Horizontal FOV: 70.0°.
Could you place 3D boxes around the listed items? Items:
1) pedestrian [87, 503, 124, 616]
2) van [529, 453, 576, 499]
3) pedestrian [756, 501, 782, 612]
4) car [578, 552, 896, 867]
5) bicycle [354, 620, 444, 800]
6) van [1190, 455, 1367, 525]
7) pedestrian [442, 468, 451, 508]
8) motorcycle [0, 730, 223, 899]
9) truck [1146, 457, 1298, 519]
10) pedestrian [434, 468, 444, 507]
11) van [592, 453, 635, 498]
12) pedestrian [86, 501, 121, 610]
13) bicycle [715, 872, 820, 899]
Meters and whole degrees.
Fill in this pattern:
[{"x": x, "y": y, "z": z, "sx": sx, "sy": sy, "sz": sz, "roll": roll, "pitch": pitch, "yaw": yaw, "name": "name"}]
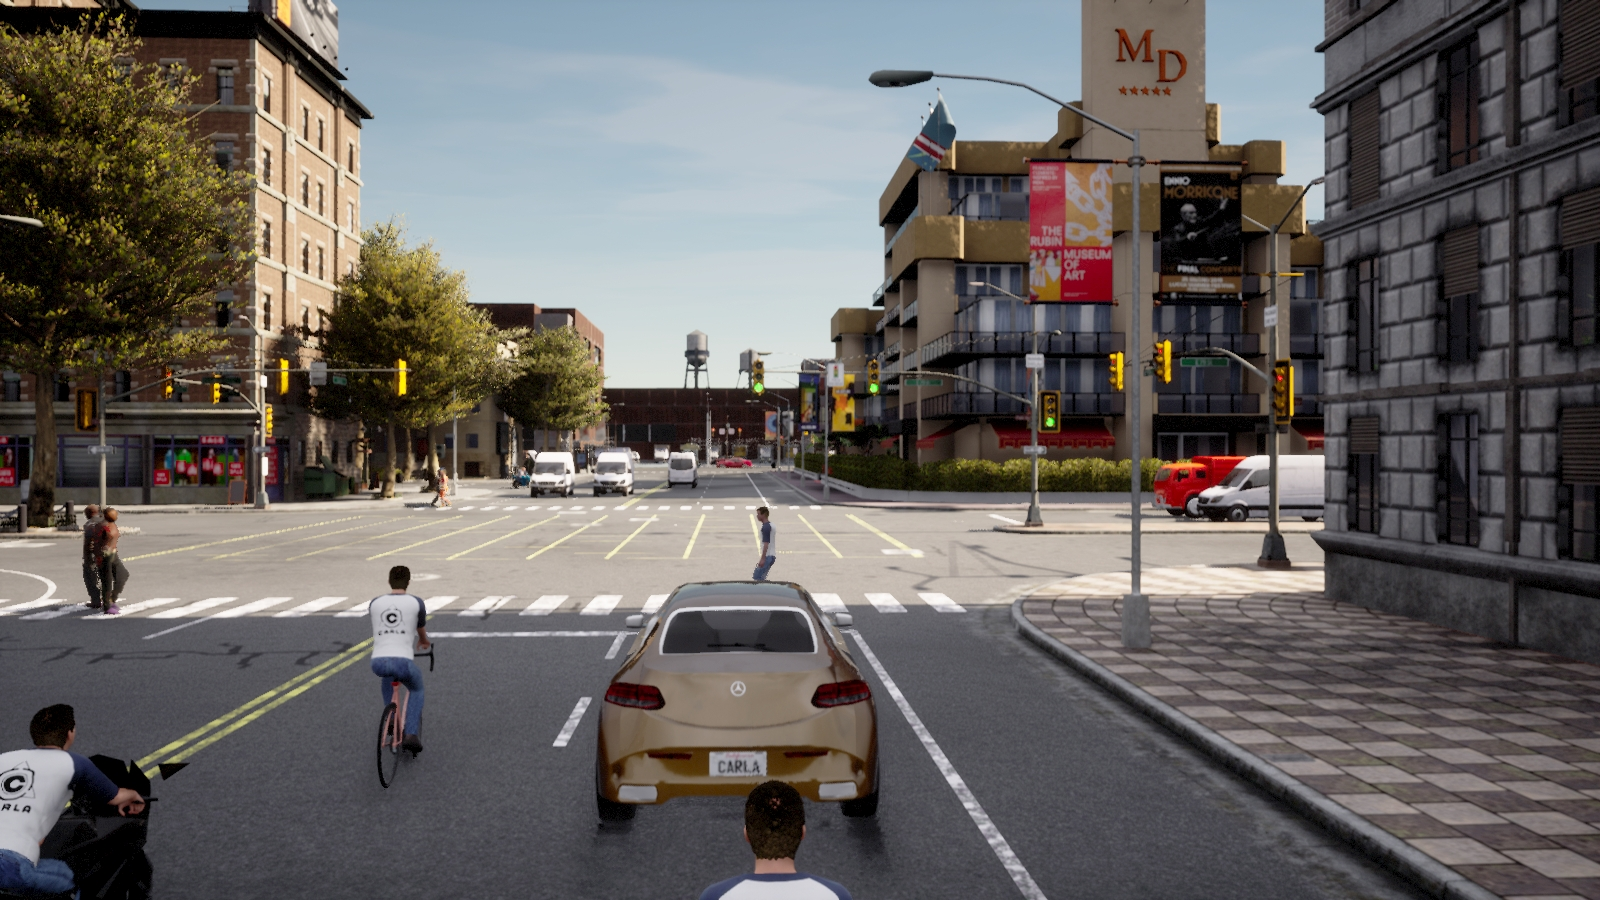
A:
[{"x": -11.635, "y": 1.824, "z": 19.137, "sx": 0.375, "sy": 1.860, "sz": 0.375, "roll": 0, "pitch": 0, "yaw": 3, "name": "pedestrian"}, {"x": -14.474, "y": 1.452, "z": 67.076, "sx": 1.988, "sy": 2.561, "sz": 5.915, "roll": 0, "pitch": 0, "yaw": -5, "name": "van"}, {"x": -0.536, "y": 1.823, "z": 19.685, "sx": 0.375, "sy": 1.860, "sz": 0.375, "roll": 0, "pitch": 0, "yaw": 10, "name": "pedestrian"}, {"x": -0.542, "y": 1.978, "z": 10.252, "sx": 2.152, "sy": 1.651, "sz": 5.027, "roll": 0, "pitch": 0, "yaw": -3, "name": "car"}, {"x": -3.456, "y": 2.192, "z": 9.935, "sx": 0.373, "sy": 1.196, "sz": 1.643, "roll": 0, "pitch": 0, "yaw": -6, "name": "bicycle"}, {"x": 18.111, "y": 1.481, "z": 43.394, "sx": 5.915, "sy": 2.561, "sz": 1.988, "roll": 0, "pitch": 0, "yaw": -3, "name": "van"}, {"x": -16.682, "y": 1.782, "z": 53.889, "sx": 0.375, "sy": 1.860, "sz": 0.375, "roll": 0, "pitch": 0, "yaw": -14, "name": "pedestrian"}, {"x": -3.697, "y": 2.204, "z": 5.615, "sx": 0.803, "sy": 1.145, "sz": 2.033, "roll": 0, "pitch": 0, "yaw": -3, "name": "motorcycle"}, {"x": 17.232, "y": 1.511, "z": 46.857, "sx": 5.204, "sy": 2.467, "sz": 2.627, "roll": 0, "pitch": 0, "yaw": -4, "name": "truck"}, {"x": -17.242, "y": 1.782, "z": 54.512, "sx": 0.375, "sy": 1.860, "sz": 0.375, "roll": 0, "pitch": 0, "yaw": -4, "name": "pedestrian"}, {"x": -11.056, "y": 1.451, "z": 68.077, "sx": 1.988, "sy": 2.561, "sz": 5.915, "roll": 0, "pitch": 0, "yaw": -3, "name": "van"}, {"x": -12.141, "y": 1.823, "z": 19.922, "sx": 0.375, "sy": 1.860, "sz": 0.375, "roll": 0, "pitch": 0, "yaw": 4, "name": "pedestrian"}, {"x": -0.083, "y": 2.200, "z": 3.522, "sx": 0.373, "sy": 1.196, "sz": 1.643, "roll": 0, "pitch": 0, "yaw": -3, "name": "bicycle"}]
